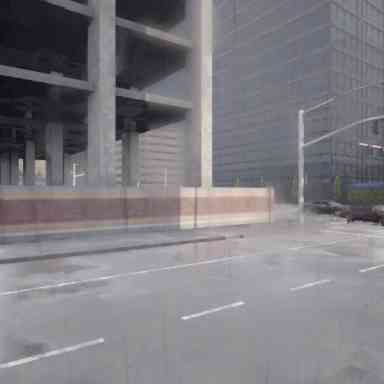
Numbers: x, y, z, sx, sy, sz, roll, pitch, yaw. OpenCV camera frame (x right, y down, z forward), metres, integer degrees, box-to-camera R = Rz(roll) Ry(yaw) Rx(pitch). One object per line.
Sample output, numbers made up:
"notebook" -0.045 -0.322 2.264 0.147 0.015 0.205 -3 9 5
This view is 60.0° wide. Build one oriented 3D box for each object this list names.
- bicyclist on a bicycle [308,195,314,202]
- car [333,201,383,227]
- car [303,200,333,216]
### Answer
"bicyclist on a bicycle" 16.505 1.292 46.158 1.656 1.620 0.582 0 0 -36
"car" 12.683 1.542 23.131 2.033 1.411 5.357 0 0 -17
"car" 12.678 1.498 31.025 1.837 1.490 4.892 0 0 -36
